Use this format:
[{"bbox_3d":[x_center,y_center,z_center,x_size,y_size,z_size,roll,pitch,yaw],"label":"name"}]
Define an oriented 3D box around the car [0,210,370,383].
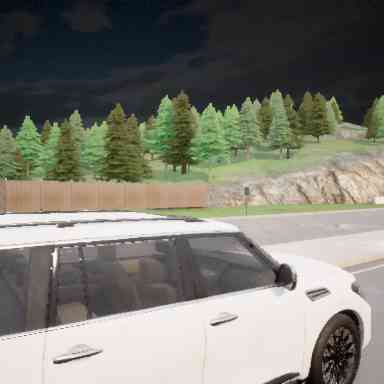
[{"bbox_3d":[-0.439,1.220,3.431,5.566,2.045,2.150,0,0,-35],"label":"car"}]
